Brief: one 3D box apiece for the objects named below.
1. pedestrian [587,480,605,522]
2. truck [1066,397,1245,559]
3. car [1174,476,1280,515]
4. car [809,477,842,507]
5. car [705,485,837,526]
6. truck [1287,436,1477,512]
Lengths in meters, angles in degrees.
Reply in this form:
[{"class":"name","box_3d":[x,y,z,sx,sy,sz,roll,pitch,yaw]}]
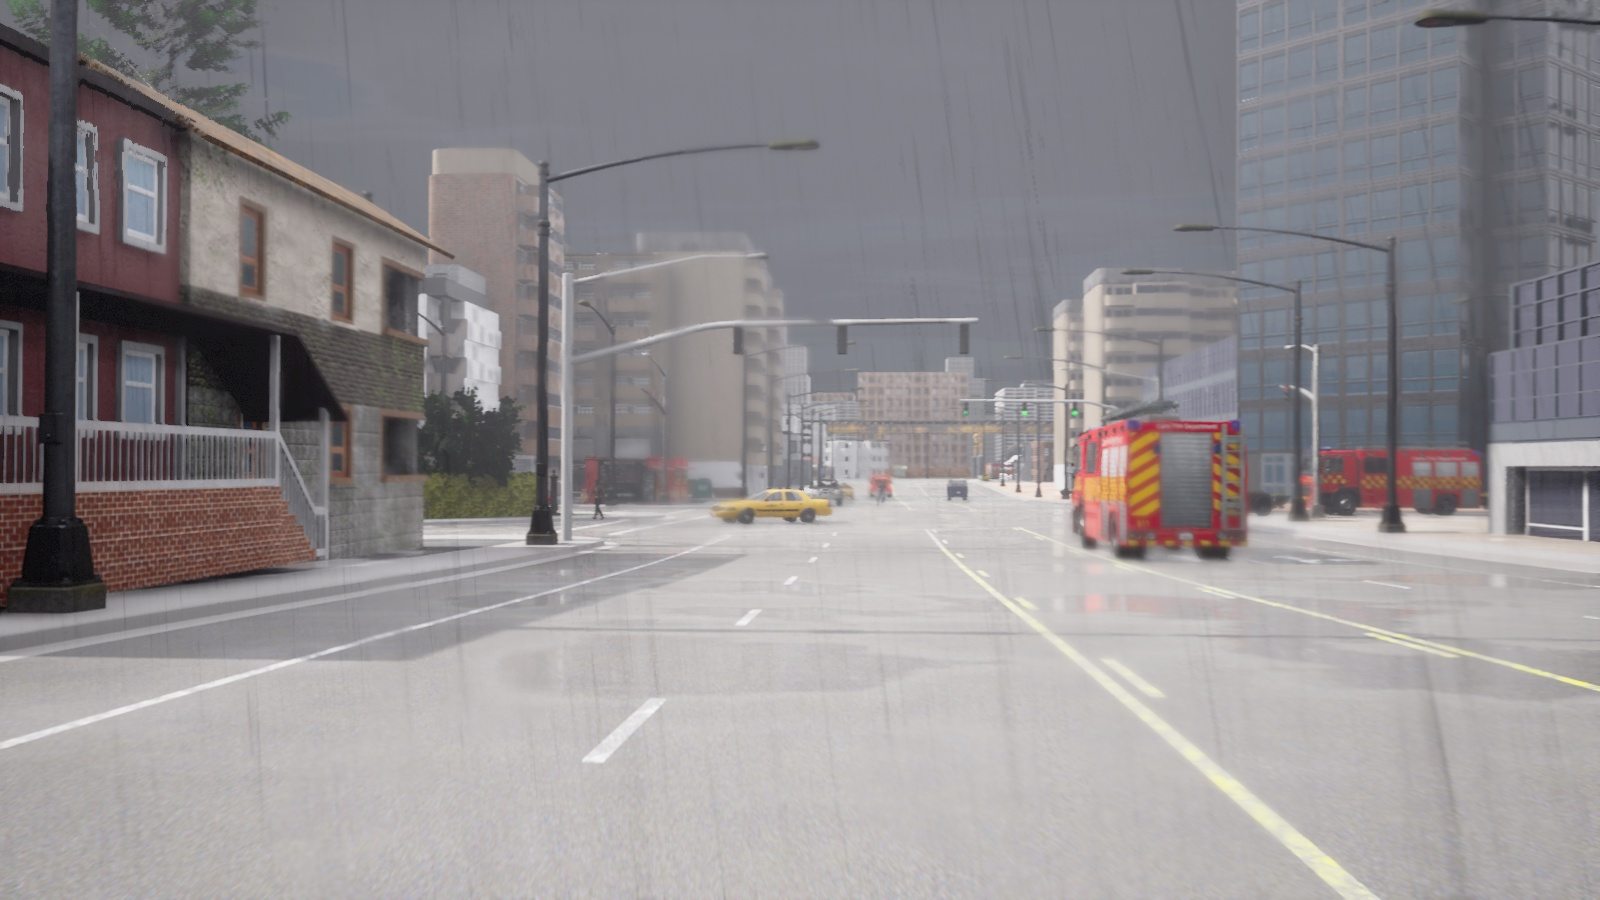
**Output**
[{"class":"pedestrian","box_3d":[-8.837,2.191,54.441,0.328,1.805,0.869,-1,-1,27]},{"class":"truck","box_3d":[9.281,0.792,33.909,2.891,3.827,8.468,0,-2,4]},{"class":"car","box_3d":[21.233,2.240,62.497,4.605,1.855,1.932,0,-2,-14]},{"class":"car","box_3d":[1.666,2.689,80.652,1.932,1.855,4.605,0,-1,4]},{"class":"car","box_3d":[-1.194,2.324,53.195,5.366,1.575,1.801,0,-1,-30]},{"class":"truck","box_3d":[30.280,1.257,65.600,8.468,3.827,2.891,0,-1,4]}]
